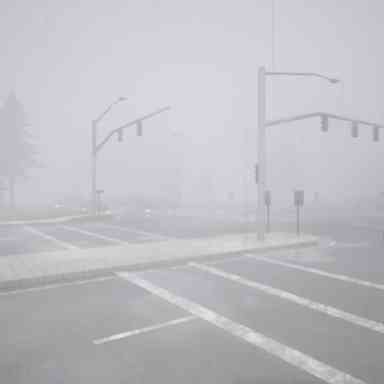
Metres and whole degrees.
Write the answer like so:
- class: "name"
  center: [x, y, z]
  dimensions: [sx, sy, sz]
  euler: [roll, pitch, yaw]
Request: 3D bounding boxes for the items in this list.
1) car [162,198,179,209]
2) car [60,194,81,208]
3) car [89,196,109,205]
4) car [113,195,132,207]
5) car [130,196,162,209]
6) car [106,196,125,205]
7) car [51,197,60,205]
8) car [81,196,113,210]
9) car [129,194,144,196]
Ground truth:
- class: "car"
  center: [-3.740, 1.652, 48.793]
  dimensions: [1.837, 1.490, 4.892]
  euler: [0, 0, -35]
- class: "car"
  center: [-17.982, 1.307, 50.827]
  dimensions: [2.150, 2.045, 5.566]
  euler: [0, 0, -35]
- class: "car"
  center: [-17.607, 1.619, 62.588]
  dimensions: [2.128, 1.511, 4.902]
  euler: [0, 0, -35]
- class: "car"
  center: [-11.760, 1.632, 54.161]
  dimensions: [1.837, 1.490, 4.892]
  euler: [0, 0, -35]
- class: "car"
  center: [-6.524, 1.631, 46.666]
  dimensions: [1.837, 1.490, 4.892]
  euler: [0, 0, -35]
- class: "car"
  center: [-15.056, 1.626, 65.075]
  dimensions: [1.882, 1.535, 5.008]
  euler: [0, 0, -34]
- class: "car"
  center: [-23.674, 1.651, 59.048]
  dimensions: [1.994, 1.385, 4.181]
  euler: [0, 0, -34]
- class: "car"
  center: [-12.326, 1.590, 42.747]
  dimensions: [1.837, 1.490, 4.892]
  euler: [0, 0, -35]
- class: "car"
  center: [-9.272, 1.369, 56.721]
  dimensions: [2.150, 2.045, 5.566]
  euler: [0, 0, -35]
